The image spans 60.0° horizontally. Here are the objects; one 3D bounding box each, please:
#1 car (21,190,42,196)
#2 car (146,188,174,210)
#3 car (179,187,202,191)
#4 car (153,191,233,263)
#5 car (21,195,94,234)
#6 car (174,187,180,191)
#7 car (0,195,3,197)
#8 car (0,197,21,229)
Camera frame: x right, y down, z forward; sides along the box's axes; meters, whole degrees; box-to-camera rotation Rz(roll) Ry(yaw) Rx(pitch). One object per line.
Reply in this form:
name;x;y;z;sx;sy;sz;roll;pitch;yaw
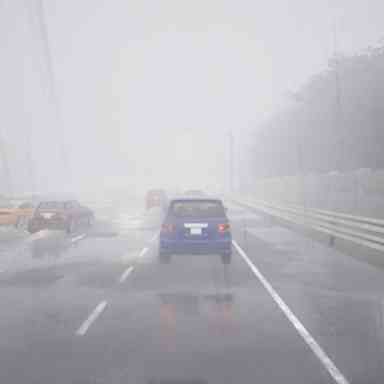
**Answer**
car;-27.679;0.333;57.677;1.812;1.442;4.674;0;2;1
car;-3.380;0.700;34.164;2.150;2.045;5.566;0;2;0
car;0.207;0.756;31.911;2.150;2.045;5.566;0;1;0
car;0.116;1.118;11.675;2.150;2.045;5.566;0;1;0
car;-6.864;1.166;17.945;2.097;1.767;4.553;0;1;0
car;-3.079;-0.022;63.955;2.097;1.767;4.553;0;2;1
car;-20.950;0.954;34.120;1.882;1.535;5.008;0;2;1
car;-10.357;1.262;19.707;1.882;1.535;5.008;0;1;0
